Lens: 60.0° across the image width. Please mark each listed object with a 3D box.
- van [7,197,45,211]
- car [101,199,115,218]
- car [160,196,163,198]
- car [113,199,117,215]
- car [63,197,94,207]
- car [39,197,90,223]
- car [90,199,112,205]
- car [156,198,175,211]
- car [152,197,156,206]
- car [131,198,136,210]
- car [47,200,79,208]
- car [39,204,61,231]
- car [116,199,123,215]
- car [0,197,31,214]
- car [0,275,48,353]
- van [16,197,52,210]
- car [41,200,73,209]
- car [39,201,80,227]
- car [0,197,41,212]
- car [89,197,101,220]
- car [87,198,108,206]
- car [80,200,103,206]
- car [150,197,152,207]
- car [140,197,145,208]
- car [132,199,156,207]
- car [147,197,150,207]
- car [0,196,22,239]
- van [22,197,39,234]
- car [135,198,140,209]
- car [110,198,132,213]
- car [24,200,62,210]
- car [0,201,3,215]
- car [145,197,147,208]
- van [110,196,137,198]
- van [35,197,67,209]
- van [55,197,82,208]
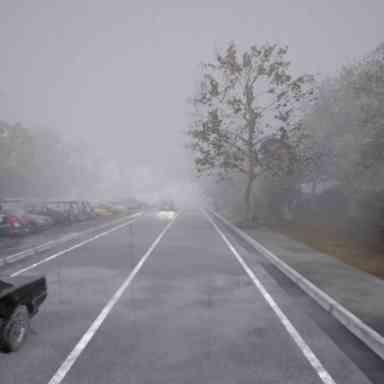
[{"bbox_3d":[-23.261,1.681,46.741,4.442,1.987,1.878,0,-1,0],"label":"van"},{"bbox_3d":[-10.121,1.680,29.997,5.366,1.575,1.946,0,-1,0],"label":"car"},{"bbox_3d":[-10.311,2.224,77.180,5.566,2.045,2.435,0,-1,0],"label":"car"},{"bbox_3d":[-10.299,1.722,32.773,4.892,1.521,2.231,0,-1,0],"label":"car"},{"bbox_3d":[-23.395,2.039,68.892,5.566,2.045,2.435,0,-1,0],"label":"car"},{"bbox_3d":[-10.278,1.483,24.447,4.553,1.767,2.185,0,-1,0],"label":"car"},{"bbox_3d":[-23.354,2.655,85.379,5.008,1.535,2.097,0,-1,0],"label":"car"},{"bbox_3d":[-3.379,1.901,46.212,2.128,1.511,4.902,0,-1,0],"label":"car"},{"bbox_3d":[-10.104,2.164,63.176,5.366,1.575,1.946,0,-1,0],"label":"car"},{"bbox_3d":[-10.270,1.899,43.876,4.792,1.488,2.163,0,-1,0],"label":"car"},{"bbox_3d":[-23.400,2.141,60.453,4.792,1.488,2.163,0,-1,0],"label":"car"},{"bbox_3d":[-10.314,1.574,18.893,4.674,1.452,2.002,0,-1,0],"label":"car"},{"bbox_3d":[-10.310,1.759,35.549,4.892,1.521,2.231,0,-1,0],"label":"car"},{"bbox_3d":[-23.352,1.581,41.202,5.566,2.045,2.435,0,-1,0],"label":"car"},{"bbox_3d":[-3.351,1.604,3.372,1.895,1.301,4.718,0,0,0],"label":"car"},{"bbox_3d":[-23.493,1.719,49.511,4.442,1.987,1.878,0,-1,0],"label":"van"},{"bbox_3d":[-23.401,2.094,57.814,4.792,1.488,2.163,0,-1,0],"label":"car"},{"bbox_3d":[-10.305,1.571,21.669,5.008,1.535,2.097,0,-1,0],"label":"car"},{"bbox_3d":[-23.351,1.619,43.972,5.566,2.045,2.435,0,-1,0],"label":"car"},{"bbox_3d":[-10.276,1.520,27.223,4.553,1.767,2.185,0,-1,0],"label":"car"},{"bbox_3d":[-23.391,2.468,82.611,4.553,1.767,2.185,0,-1,0],"label":"car"},{"bbox_3d":[-23.360,2.514,77.193,4.674,1.452,2.002,0,-1,0],"label":"car"},{"bbox_3d":[-10.477,2.111,60.524,5.366,1.575,1.946,0,-1,0],"label":"car"},{"bbox_3d":[-10.325,2.011,52.205,4.792,1.488,2.163,0,-1,0],"label":"car"},{"bbox_3d":[-10.292,2.353,71.623,4.892,1.521,2.231,0,-1,0],"label":"car"},{"bbox_3d":[-10.286,2.066,57.757,4.892,1.521,2.231,0,-1,0],"label":"car"},{"bbox_3d":[-10.343,1.208,13.345,5.566,2.045,2.435,0,-1,0],"label":"car"},{"bbox_3d":[-10.196,1.271,16.120,4.442,1.987,1.878,0,-1,0],"label":"van"},{"bbox_3d":[-10.269,1.937,46.652,4.792,1.488,2.163,0,-1,0],"label":"car"},{"bbox_3d":[-10.117,1.792,38.324,5.366,1.575,1.946,0,-1,0],"label":"car"},{"bbox_3d":[-23.380,1.981,52.277,5.008,1.535,2.097,0,-1,0],"label":"car"},{"bbox_3d":[-23.378,1.758,35.657,5.008,1.535,2.097,0,-1,0],"label":"car"},{"bbox_3d":[-10.325,1.896,54.980,4.553,1.767,2.185,0,-1,0],"label":"car"},{"bbox_3d":[-10.413,1.719,49.431,4.442,1.987,1.878,0,-1,0],"label":"van"},{"bbox_3d":[-23.265,1.796,55.066,4.442,1.987,1.878,0,-1,0],"label":"van"},{"bbox_3d":[-23.486,1.941,63.229,4.442,1.987,1.878,0,-1,0],"label":"van"}]
